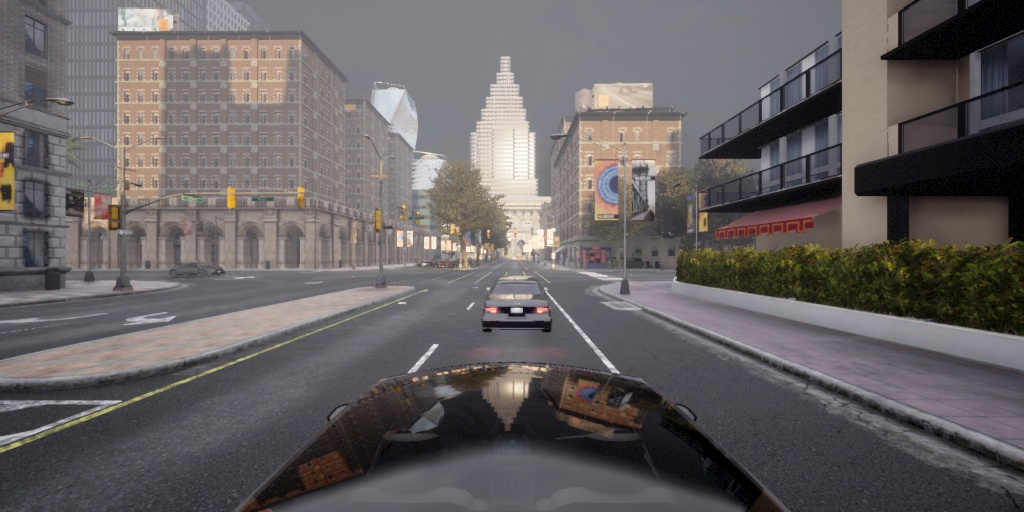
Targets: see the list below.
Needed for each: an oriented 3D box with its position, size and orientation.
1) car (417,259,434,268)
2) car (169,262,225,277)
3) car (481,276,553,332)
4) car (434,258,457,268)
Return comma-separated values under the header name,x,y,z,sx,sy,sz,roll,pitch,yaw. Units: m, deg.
name,x,y,z,sx,sy,sz,roll,pitch,yaw
car,-14.506,1.241,61.595,2.128,1.511,4.902,0,0,1
car,-30.360,1.313,34.662,4.181,1.385,1.994,0,0,-1
car,0.148,1.297,10.776,2.033,1.411,5.357,0,0,1
car,-11.037,1.102,59.708,2.097,1.767,4.553,0,0,1
